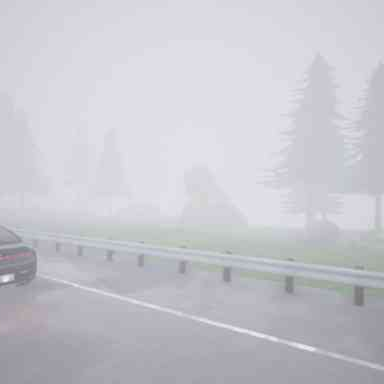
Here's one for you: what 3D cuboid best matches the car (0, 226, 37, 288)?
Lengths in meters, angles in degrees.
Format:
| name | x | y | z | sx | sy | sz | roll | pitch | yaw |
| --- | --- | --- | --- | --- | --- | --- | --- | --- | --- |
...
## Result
| name | x | y | z | sx | sy | sz | roll | pitch | yaw |
| --- | --- | --- | --- | --- | --- | --- | --- | --- | --- |
| car | -5.781 | 1.554 | 8.344 | 4.892 | 1.490 | 1.837 | 0 | 0 | 37 |
